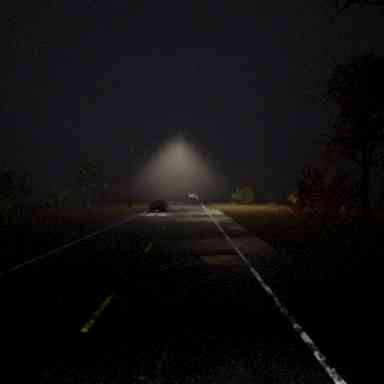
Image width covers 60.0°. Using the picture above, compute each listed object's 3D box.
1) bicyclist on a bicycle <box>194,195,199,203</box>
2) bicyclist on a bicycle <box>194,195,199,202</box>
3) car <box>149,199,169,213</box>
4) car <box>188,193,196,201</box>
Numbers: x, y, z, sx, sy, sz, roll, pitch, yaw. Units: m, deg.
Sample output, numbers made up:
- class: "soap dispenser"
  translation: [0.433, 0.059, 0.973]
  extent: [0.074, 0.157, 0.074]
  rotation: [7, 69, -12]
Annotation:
- class: "bicyclist on a bicycle"
  translation: [0.963, 1.391, 62.828]
  extent: [0.866, 1.612, 1.509]
  rotation: [0, -1, 0]
- class: "bicyclist on a bicycle"
  translation: [0.958, 1.373, 70.782]
  extent: [0.866, 1.612, 1.509]
  rotation: [0, 0, 0]
- class: "car"
  translation: [-3.592, 1.537, 36.879]
  extent: [2.033, 1.411, 5.357]
  rotation: [0, 0, 0]
- class: "car"
  translation: [0.015, 1.508, 78.910]
  extent: [1.895, 1.301, 4.718]
  rotation: [0, 0, 0]
